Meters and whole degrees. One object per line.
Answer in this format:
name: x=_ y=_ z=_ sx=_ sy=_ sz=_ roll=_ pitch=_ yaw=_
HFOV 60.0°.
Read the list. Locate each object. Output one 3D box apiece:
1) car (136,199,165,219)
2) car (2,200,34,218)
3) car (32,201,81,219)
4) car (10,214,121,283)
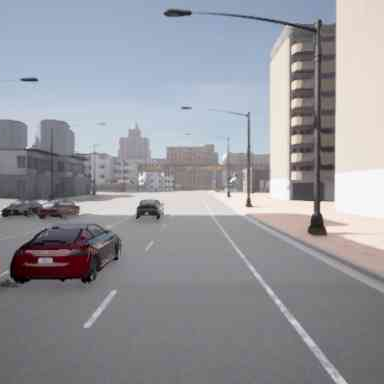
car: x=-3.391 y=1.320 z=27.408 sx=1.837 sy=1.490 sz=4.892 roll=0 pitch=1 yaw=0
car: x=-14.087 y=1.365 z=27.991 sx=1.994 sy=1.385 sz=4.181 roll=0 pitch=1 yaw=0
car: x=-10.590 y=1.430 z=26.728 sx=1.895 sy=1.301 sz=4.718 roll=0 pitch=1 yaw=0
car: x=-3.396 y=1.564 z=9.715 sx=1.994 sy=1.385 sz=4.181 roll=0 pitch=0 yaw=0
